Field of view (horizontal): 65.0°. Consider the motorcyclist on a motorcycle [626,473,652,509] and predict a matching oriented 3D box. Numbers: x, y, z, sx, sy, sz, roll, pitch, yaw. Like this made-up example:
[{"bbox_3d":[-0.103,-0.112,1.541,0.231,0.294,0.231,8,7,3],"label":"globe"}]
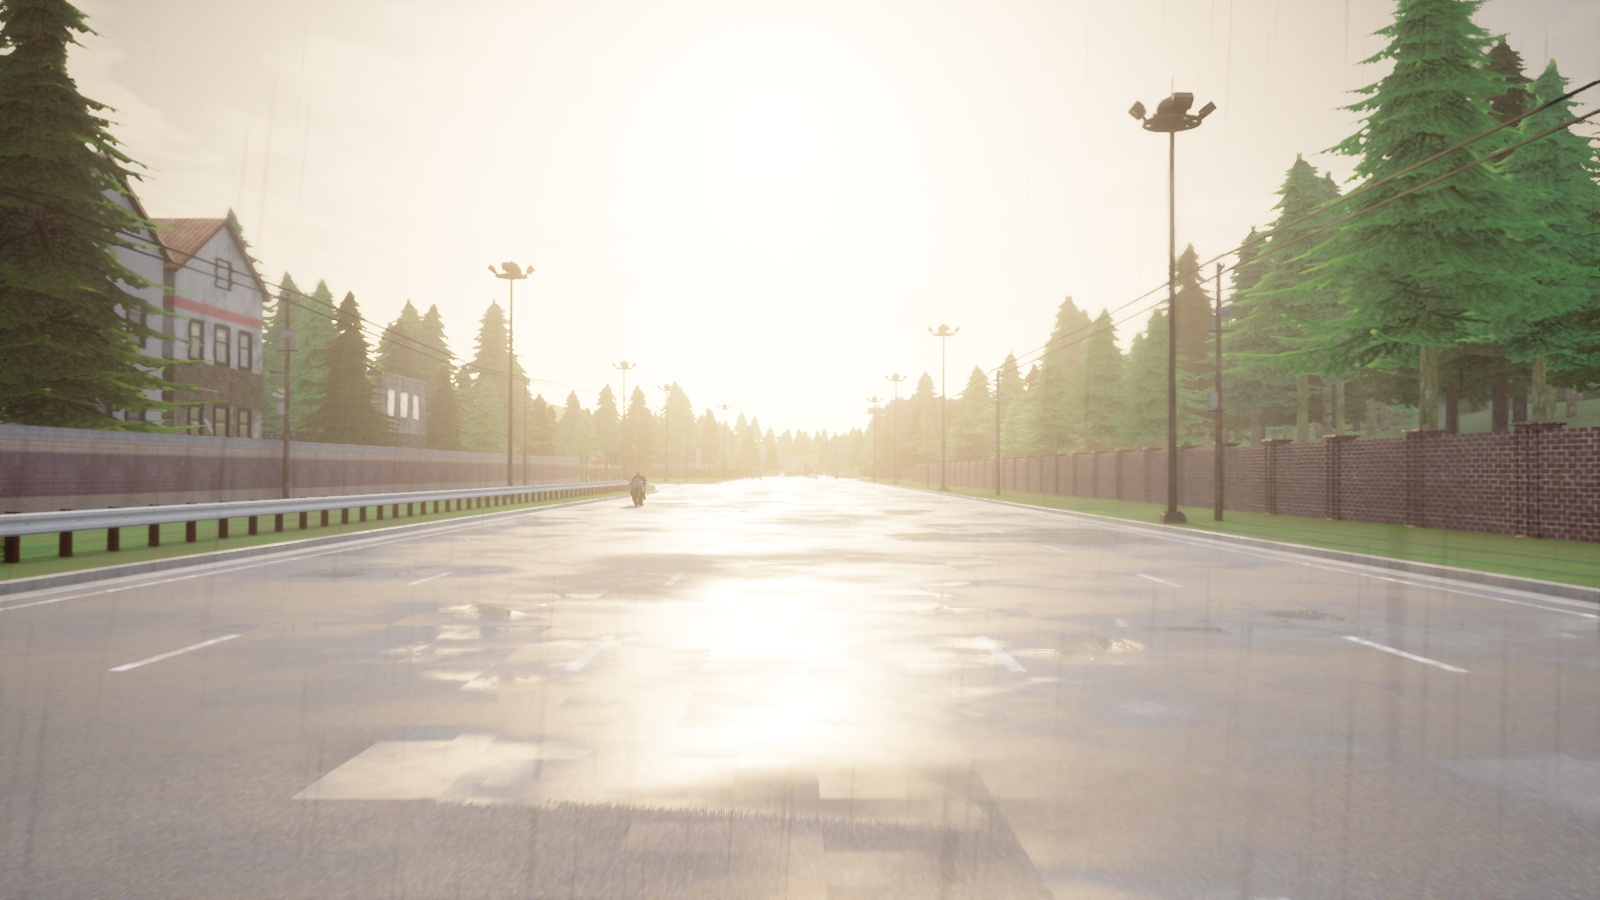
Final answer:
[{"bbox_3d":[-7.133,1.809,55.575,0.866,1.530,2.191,0,-1,0],"label":"motorcyclist on a motorcycle"}]
